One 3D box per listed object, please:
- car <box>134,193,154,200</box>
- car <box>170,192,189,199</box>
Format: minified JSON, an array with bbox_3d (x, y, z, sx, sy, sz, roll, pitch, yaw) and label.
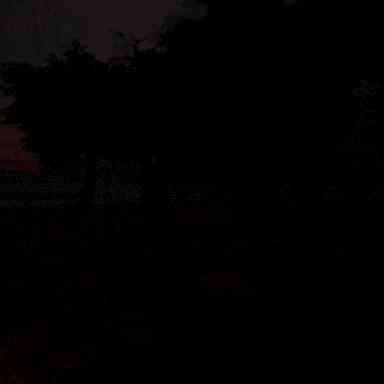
[{"bbox_3d":[-8.948,0.822,62.241,1.812,1.442,4.674,4,2,32],"label":"car"},{"bbox_3d":[-2.739,0.672,72.794,2.033,1.411,5.357,4,2,29],"label":"car"}]
